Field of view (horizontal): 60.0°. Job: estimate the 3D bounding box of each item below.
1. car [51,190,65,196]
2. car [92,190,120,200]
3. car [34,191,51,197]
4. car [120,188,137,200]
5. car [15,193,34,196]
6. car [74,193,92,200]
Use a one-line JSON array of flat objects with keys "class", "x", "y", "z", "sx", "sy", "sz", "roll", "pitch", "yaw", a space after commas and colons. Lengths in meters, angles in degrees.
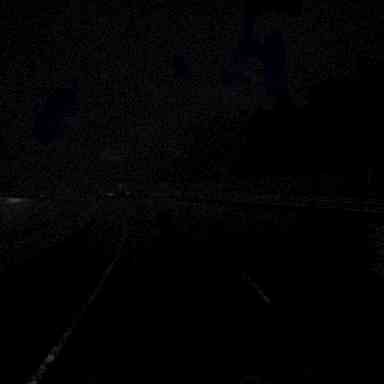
[{"class": "car", "x": -34.397, "y": 0.328, "z": 84.507, "sx": 5.008, "sy": 1.535, "sz": 1.882, "roll": 0, "pitch": 1, "yaw": 36}, {"class": "car", "x": -15.351, "y": 0.631, "z": 59.085, "sx": 2.128, "sy": 1.511, "sz": 4.902, "roll": -1, "pitch": 1, "yaw": -37}, {"class": "car", "x": -38.050, "y": 0.495, "z": 82.921, "sx": 4.718, "sy": 1.301, "sz": 1.895, "roll": 0, "pitch": 1, "yaw": 36}, {"class": "car", "x": -12.024, "y": 0.317, "z": 60.428, "sx": 2.150, "sy": 2.045, "sz": 5.566, "roll": -1, "pitch": 1, "yaw": -37}, {"class": "car", "x": -41.287, "y": 0.547, "z": 80.991, "sx": 4.718, "sy": 1.301, "sz": 1.895, "roll": 0, "pitch": 1, "yaw": 36}, {"class": "car", "x": -19.189, "y": 0.775, "z": 58.449, "sx": 1.895, "sy": 1.301, "sz": 4.718, "roll": -1, "pitch": 1, "yaw": -37}]
